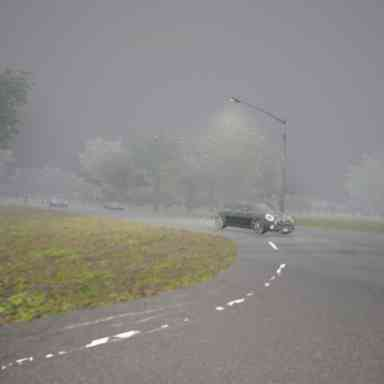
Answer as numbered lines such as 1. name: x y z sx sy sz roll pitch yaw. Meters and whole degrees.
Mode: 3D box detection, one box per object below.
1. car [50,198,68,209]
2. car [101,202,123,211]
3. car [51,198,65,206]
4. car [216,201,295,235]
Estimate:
1. car: -21.877 1.740 54.574 2.097 1.767 4.553 4 -3 -33
2. car: -12.823 2.298 53.526 2.033 1.411 5.357 4 -3 -35
3. car: -33.377 2.558 82.890 2.097 1.767 4.553 4 -3 -35
4. car: 3.366 1.304 18.263 2.097 1.767 4.553 4 -3 -35
